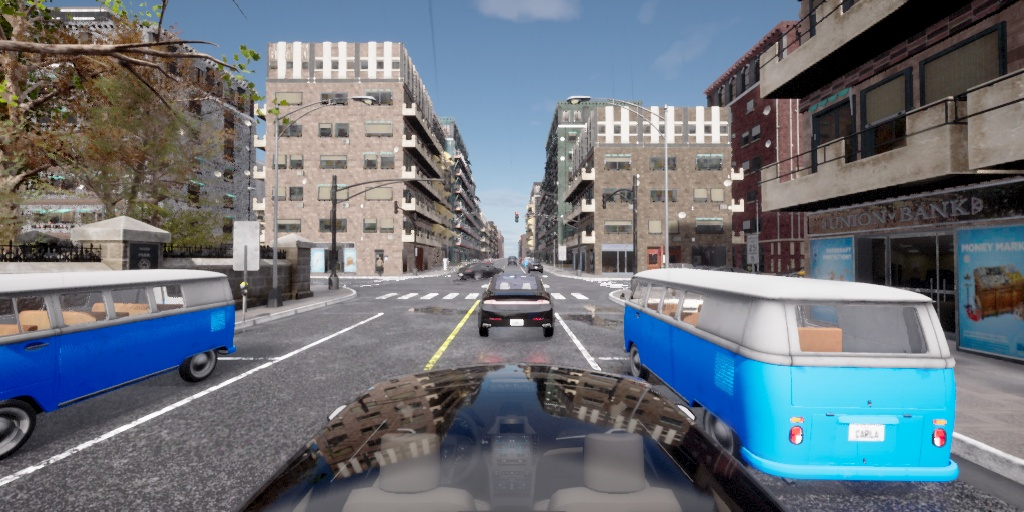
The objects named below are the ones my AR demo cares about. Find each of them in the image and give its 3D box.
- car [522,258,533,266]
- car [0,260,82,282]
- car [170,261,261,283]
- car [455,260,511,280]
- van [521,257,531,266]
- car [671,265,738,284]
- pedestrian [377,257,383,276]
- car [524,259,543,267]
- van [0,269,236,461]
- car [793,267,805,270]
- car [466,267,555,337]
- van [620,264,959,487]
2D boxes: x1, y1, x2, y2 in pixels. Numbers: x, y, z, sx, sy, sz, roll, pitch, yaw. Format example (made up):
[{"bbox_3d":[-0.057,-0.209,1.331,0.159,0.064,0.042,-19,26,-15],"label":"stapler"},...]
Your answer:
[{"bbox_3d":[2.725,1.317,48.138,2.007,1.370,4.403,0,0,0],"label":"car"},{"bbox_3d":[-34.066,1.057,25.483,4.892,1.490,1.837,0,-1,1],"label":"car"},{"bbox_3d":[-20.843,1.129,25.311,4.892,1.490,1.837,0,-1,1],"label":"car"},{"bbox_3d":[-2.512,1.285,29.948,1.812,1.442,4.674,1,1,41],"label":"car"},{"bbox_3d":[2.734,1.112,59.422,1.690,1.789,3.998,0,0,0],"label":"van"},{"bbox_3d":[14.973,1.443,28.062,4.181,1.385,1.994,0,-1,1],"label":"car"},{"bbox_3d":[-12.515,0.967,33.948,0.375,1.860,0.375,0,-1,1],"label":"pedestrian"},{"bbox_3d":[2.721,1.330,42.495,1.948,1.339,4.313,0,0,0],"label":"car"},{"bbox_3d":[-5.654,1.091,4.556,1.690,1.789,3.998,0,0,0],"label":"van"},{"bbox_3d":[25.030,1.414,27.934,5.008,1.535,1.882,0,-1,1],"label":"car"},{"bbox_3d":[0.106,1.244,10.280,2.128,1.511,4.902,0,0,0],"label":"car"},{"bbox_3d":[2.661,1.092,4.549,1.690,1.789,3.998,0,0,0],"label":"van"}]
